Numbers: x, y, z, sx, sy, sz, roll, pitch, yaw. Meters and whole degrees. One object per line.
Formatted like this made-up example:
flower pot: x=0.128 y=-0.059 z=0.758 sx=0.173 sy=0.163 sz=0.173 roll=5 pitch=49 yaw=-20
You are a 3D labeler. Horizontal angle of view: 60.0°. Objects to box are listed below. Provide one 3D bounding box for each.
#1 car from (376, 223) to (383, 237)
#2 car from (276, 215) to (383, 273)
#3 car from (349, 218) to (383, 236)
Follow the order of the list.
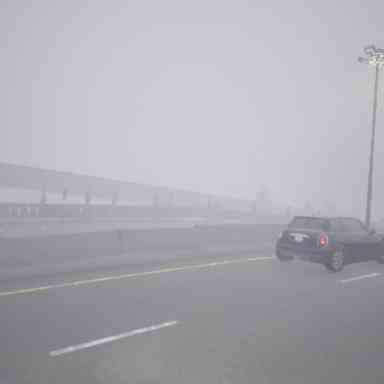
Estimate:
car: x=23.400 y=4.517 z=37.863 sx=5.357 sy=1.411 sz=2.033 roll=8 pitch=-5 yaw=-35
car: x=5.083 y=1.590 z=11.671 sx=4.553 sy=1.767 sz=2.097 roll=3 pitch=-2 yaw=-35
car: x=21.587 y=4.348 z=40.863 sx=4.553 sy=1.767 sz=2.097 roll=8 pitch=-4 yaw=-35
